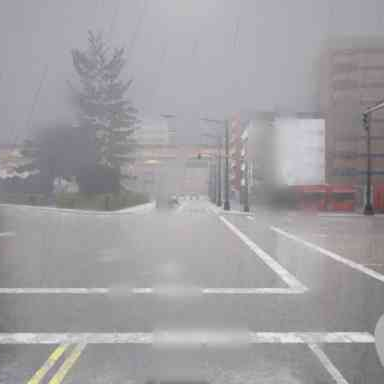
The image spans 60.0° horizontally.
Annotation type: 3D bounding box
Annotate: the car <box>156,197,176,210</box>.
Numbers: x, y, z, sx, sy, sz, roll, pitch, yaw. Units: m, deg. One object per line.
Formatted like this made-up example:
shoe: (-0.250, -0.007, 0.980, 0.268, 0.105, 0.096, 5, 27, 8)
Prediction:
car: (-3.449, 1.470, 42.612, 1.882, 1.535, 5.008, 0, 0, 0)

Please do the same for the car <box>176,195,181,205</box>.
car: (-3.376, 1.591, 57.931, 1.895, 1.301, 4.718, 0, 0, 0)
